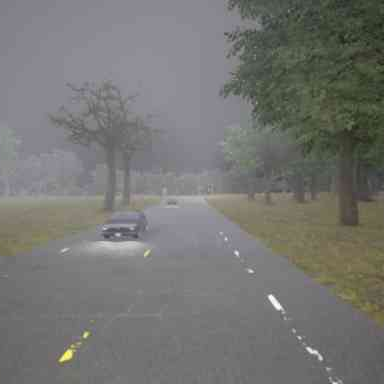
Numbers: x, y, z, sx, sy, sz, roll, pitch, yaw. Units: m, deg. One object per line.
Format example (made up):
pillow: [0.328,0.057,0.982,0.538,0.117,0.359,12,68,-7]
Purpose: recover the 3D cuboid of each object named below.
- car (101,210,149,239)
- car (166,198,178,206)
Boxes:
car: [-3.596,1.722,18.839,2.033,1.411,5.357,0,0,0]
car: [-3.518,1.697,59.371,2.033,1.411,5.357,0,1,1]
